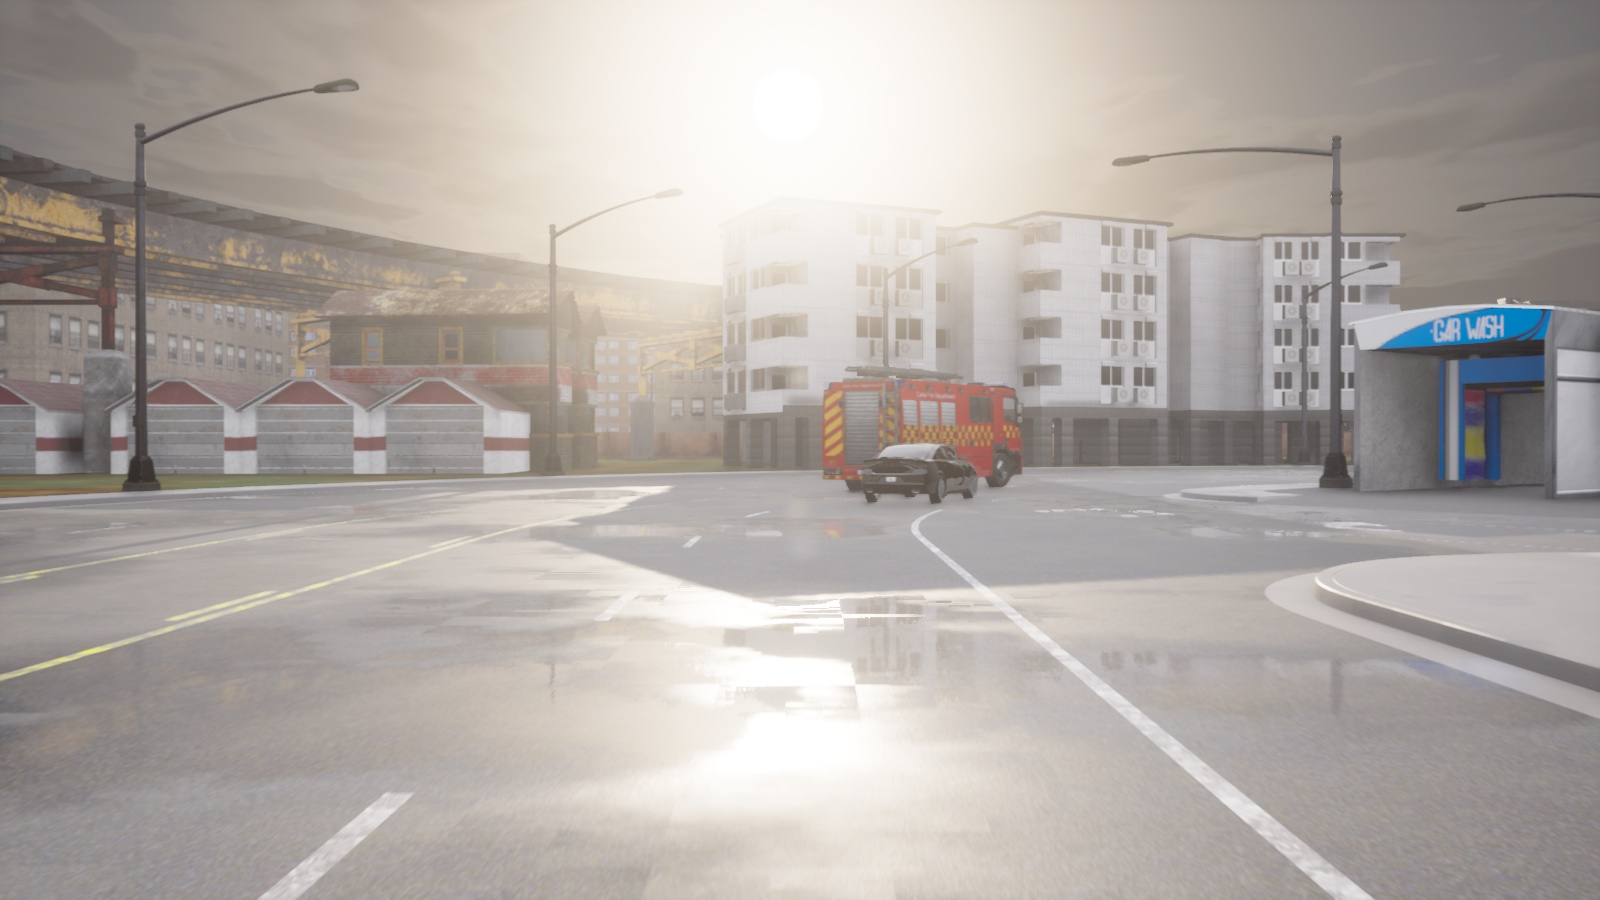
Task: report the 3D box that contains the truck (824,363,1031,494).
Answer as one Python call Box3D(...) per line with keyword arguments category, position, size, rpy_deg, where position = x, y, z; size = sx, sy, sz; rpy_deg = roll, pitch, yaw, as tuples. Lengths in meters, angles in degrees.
Box3D(category="truck", position=(4.349, -0.644, 40.768), size=(2.891, 3.827, 8.468), rpy_deg=(0, 0, 35))

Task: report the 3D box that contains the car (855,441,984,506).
Box3D(category="car", position=(3.175, 0.544, 32.371), size=(1.882, 1.535, 5.008), rpy_deg=(0, 0, 23))
